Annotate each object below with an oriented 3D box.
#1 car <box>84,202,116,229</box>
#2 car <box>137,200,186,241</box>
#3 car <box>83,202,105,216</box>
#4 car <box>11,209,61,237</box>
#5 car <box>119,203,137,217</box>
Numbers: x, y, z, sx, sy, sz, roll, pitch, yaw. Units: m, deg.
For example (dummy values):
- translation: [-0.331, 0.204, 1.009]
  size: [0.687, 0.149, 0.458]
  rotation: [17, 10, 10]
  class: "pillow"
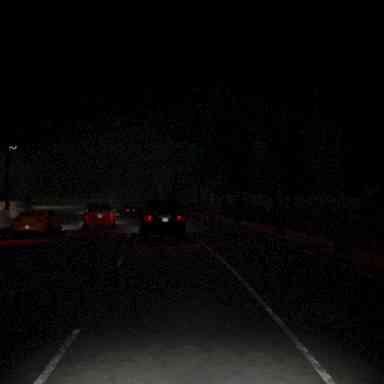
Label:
- translation: [-6.620, 1.640, 24.157]
  size: [2.097, 1.767, 4.553]
  rotation: [0, -1, -13]
  class: "car"
- translation: [-1.731, 1.428, 18.215]
  size: [2.150, 2.045, 5.566]
  rotation: [0, -1, -10]
  class: "car"
- translation: [-11.777, 1.970, 39.862]
  size: [2.128, 1.511, 4.902]
  rotation: [0, -1, -22]
  class: "car"
- translation: [-9.237, 1.731, 20.076]
  size: [1.882, 1.535, 5.008]
  rotation: [0, -1, -11]
  class: "car"
- translation: [-7.067, 1.985, 37.687]
  size: [2.033, 1.411, 5.357]
  rotation: [0, -1, -21]
  class: "car"
